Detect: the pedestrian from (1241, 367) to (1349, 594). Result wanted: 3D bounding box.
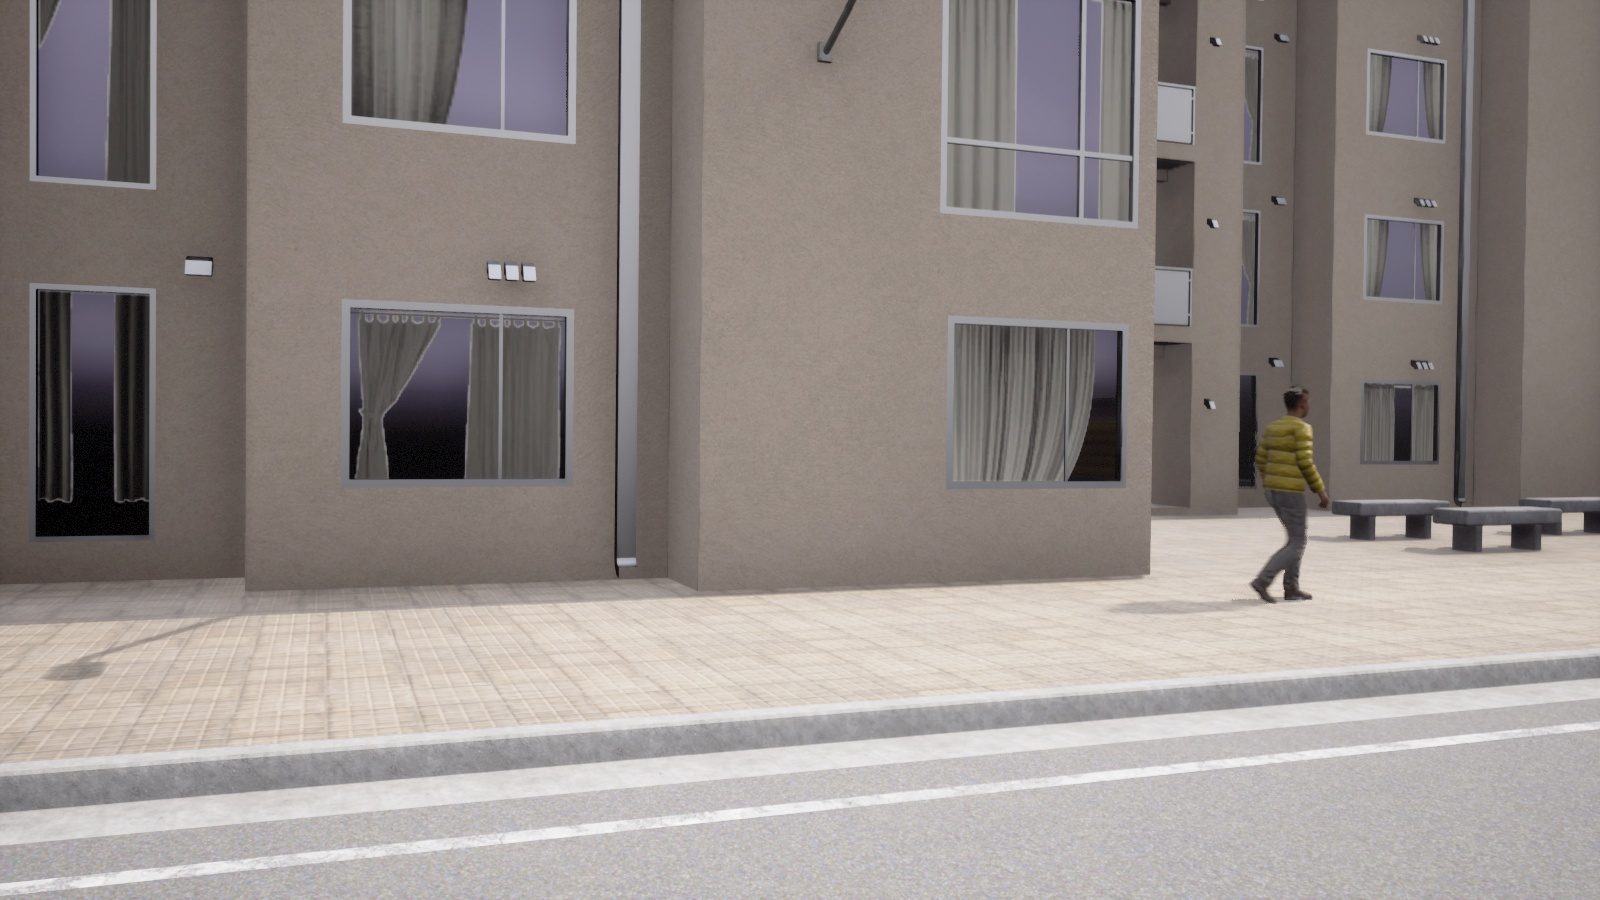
[{"bbox_3d":[4.122,0.243,10.468,0.709,1.840,0.431,-1,1,-13],"label":"pedestrian"}]
